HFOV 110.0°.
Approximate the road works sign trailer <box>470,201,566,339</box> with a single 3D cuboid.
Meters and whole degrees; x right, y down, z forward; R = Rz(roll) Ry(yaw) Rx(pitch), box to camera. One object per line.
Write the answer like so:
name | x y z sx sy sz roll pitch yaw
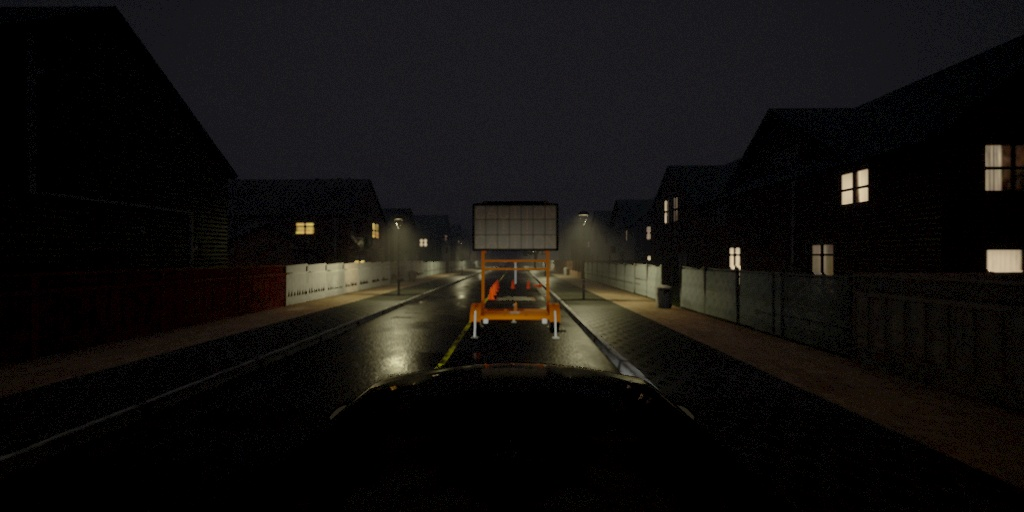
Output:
road works sign trailer | 0.101 0.252 10.238 2.380 3.560 2.880 0 0 1
